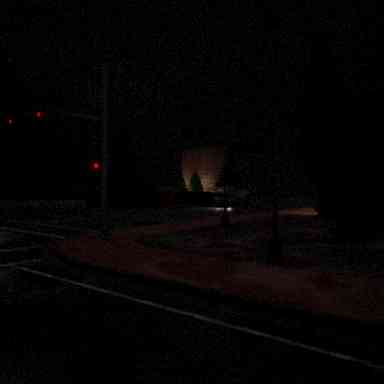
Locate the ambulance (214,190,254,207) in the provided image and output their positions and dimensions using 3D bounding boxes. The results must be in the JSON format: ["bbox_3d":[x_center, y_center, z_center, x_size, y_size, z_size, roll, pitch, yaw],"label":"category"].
[{"bbox_3d":[6.358,0.943,49.191,2.351,2.431,6.366,0,0,36],"label":"ambulance"}]
